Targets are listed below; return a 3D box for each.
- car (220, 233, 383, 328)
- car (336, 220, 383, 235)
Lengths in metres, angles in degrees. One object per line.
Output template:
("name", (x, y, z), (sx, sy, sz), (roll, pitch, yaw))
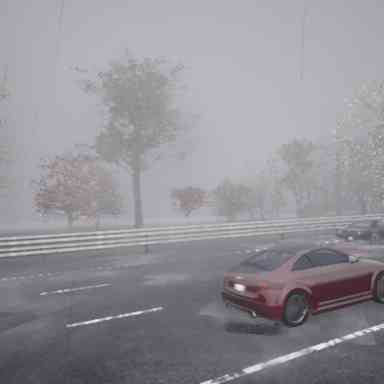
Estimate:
("car", (2.710, 1.887, 7.673), (4.181, 1.385, 1.994), (0, -4, -29))
("car", (11.014, 2.340, 20.077), (4.718, 1.301, 1.895), (0, -4, -28))
